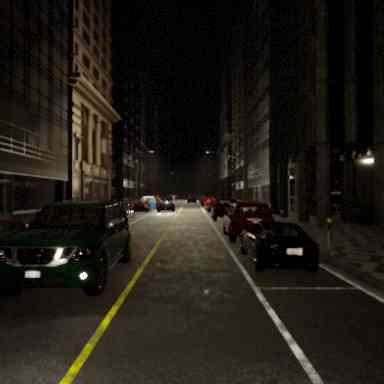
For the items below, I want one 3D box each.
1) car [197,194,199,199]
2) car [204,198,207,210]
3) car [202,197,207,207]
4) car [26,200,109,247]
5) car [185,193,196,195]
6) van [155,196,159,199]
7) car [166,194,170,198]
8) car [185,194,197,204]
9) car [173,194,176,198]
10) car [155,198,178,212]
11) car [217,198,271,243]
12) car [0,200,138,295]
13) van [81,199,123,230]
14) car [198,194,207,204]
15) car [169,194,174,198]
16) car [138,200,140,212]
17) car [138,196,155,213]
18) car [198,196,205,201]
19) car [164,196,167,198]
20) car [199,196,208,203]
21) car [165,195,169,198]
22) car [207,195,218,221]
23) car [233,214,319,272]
[{"bbox_3d":[2.636,1.512,67.089,2.192,1.841,5.009,1,0,0],"label":"car"},{"bbox_3d":[2.651,1.714,38.966,1.802,1.307,4.206,1,0,0],"label":"car"},{"bbox_3d":[2.648,1.691,44.591,1.887,1.381,4.507,1,0,0],"label":"car"},{"bbox_3d":[-5.858,1.382,16.465,2.192,1.841,5.009,1,0,0],"label":"car"},{"bbox_3d":[-0.052,1.584,80.881,2.128,1.511,4.902,0,0,0],"label":"car"},{"bbox_3d":[-5.876,1.489,44.589,1.690,1.788,3.998,1,0,0],"label":"van"},{"bbox_3d":[-5.892,1.724,66.917,1.752,1.417,4.829,1,0,0],"label":"car"},{"bbox_3d":[-0.045,1.751,70.877,1.994,1.385,4.181,0,0,0],"label":"car"},{"bbox_3d":[-5.901,1.548,83.962,2.192,1.841,5.009,1,0,0],"label":"car"},{"bbox_3d":[-3.025,1.729,39.842,1.994,1.385,4.181,0,0,0],"label":"car"},{"bbox_3d":[2.667,1.380,16.468,2.192,1.841,5.009,1,0,0],"label":"car"},{"bbox_3d":[-3.100,1.263,9.195,2.150,2.045,5.566,0,0,0],"label":"car"},{"bbox_3d":[-5.862,1.427,22.090,1.690,1.788,3.998,1,0,0],"label":"van"},{"bbox_3d":[2.643,1.488,55.840,2.192,1.841,5.009,1,0,0],"label":"car"},{"bbox_3d":[-5.900,1.767,78.337,1.887,1.381,4.507,1,0,0],"label":"car"},{"bbox_3d":[-5.868,1.655,27.714,2.008,1.369,4.403,1,0,0],"label":"car"},{"bbox_3d":[-5.873,1.574,38.964,1.967,1.590,4.097,1,0,0],"label":"car"},{"bbox_3d":[2.618,1.825,89.587,1.802,1.307,4.206,1,0,0],"label":"car"},{"bbox_3d":[-5.885,1.726,55.838,2.008,1.369,4.403,1,0,0],"label":"car"},{"bbox_3d":[2.626,1.771,78.337,2.008,1.369,4.403,1,0,0],"label":"car"},{"bbox_3d":[-5.889,1.732,61.462,1.887,1.381,4.507,1,0,0],"label":"car"},{"bbox_3d":[2.661,1.417,27.717,2.192,1.841,5.009,1,0,0],"label":"car"},{"bbox_3d":[2.669,1.611,10.843,1.947,1.339,4.313,0,0,0],"label":"car"}]
